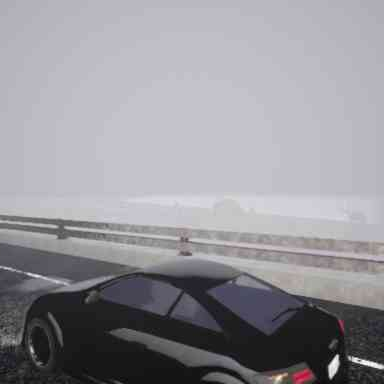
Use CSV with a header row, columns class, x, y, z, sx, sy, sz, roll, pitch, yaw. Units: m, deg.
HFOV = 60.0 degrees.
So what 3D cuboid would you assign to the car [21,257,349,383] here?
class,x,y,z,sx,sy,sz,roll,pitch,yaw
car,-0.324,1.578,4.239,4.181,1.385,1.994,0,0,36
